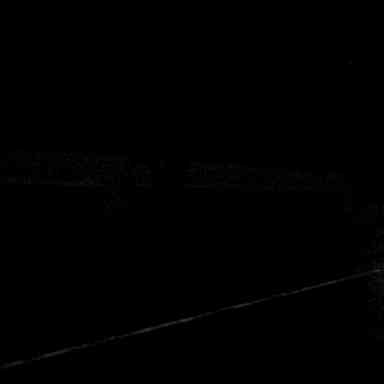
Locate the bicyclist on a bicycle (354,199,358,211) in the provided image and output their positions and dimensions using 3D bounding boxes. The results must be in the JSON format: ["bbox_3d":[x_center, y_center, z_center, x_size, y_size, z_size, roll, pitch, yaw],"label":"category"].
[{"bbox_3d":[20.874,1.779,42.658,1.656,1.620,0.582,0,0,-36],"label":"bicyclist on a bicycle"}]
